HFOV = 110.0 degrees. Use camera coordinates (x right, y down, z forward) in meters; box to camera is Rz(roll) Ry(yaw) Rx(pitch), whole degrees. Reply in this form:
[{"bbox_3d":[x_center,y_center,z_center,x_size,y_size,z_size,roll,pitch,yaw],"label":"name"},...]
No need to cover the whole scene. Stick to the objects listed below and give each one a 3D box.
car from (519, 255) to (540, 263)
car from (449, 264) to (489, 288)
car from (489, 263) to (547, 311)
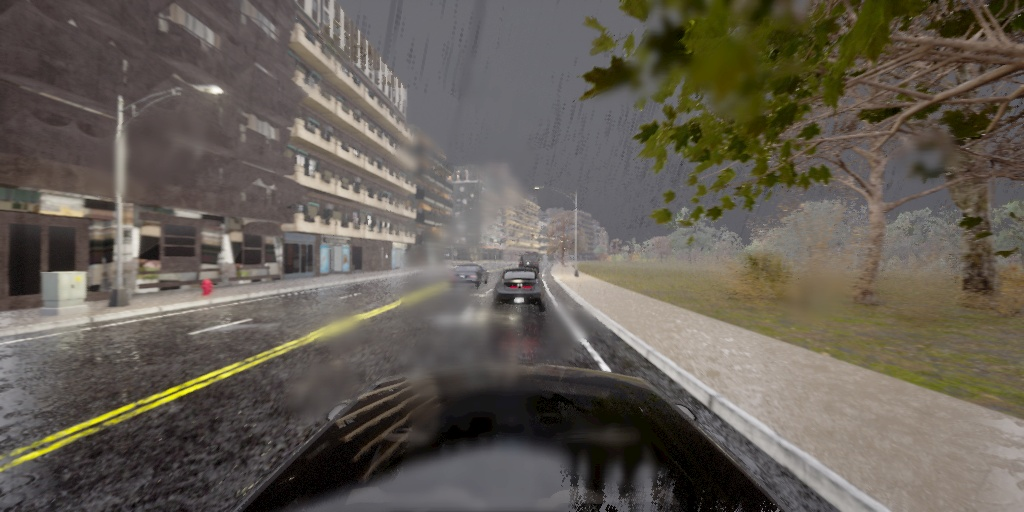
[{"bbox_3d":[1.944,0.880,40.405,2.150,2.045,5.566,0,0,5],"label":"car"},{"bbox_3d":[-2.624,1.224,22.931,2.033,1.411,5.357,0,0,3],"label":"car"},{"bbox_3d":[0.327,1.211,14.291,1.837,1.490,4.892,0,0,2],"label":"car"}]
